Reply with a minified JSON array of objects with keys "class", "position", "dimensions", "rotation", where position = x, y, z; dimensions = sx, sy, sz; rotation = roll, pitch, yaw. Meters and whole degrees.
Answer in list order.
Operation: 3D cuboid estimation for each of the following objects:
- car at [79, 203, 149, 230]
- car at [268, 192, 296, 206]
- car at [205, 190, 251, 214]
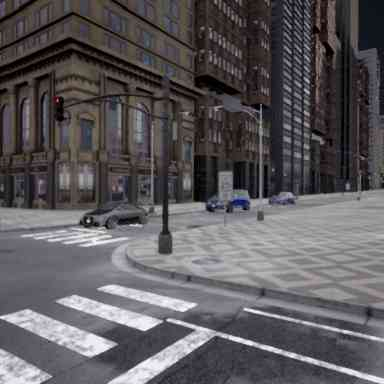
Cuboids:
[{"class":"car","position":[-4.428,1.340,19.356],"dimensions":[1.994,1.385,4.181],"rotation":[0,1,33]},{"class":"car","position":[11.244,0.765,41.509],"dimensions":[2.097,1.767,4.553],"rotation":[0,1,36]},{"class":"car","position":[3.414,0.818,30.567],"dimensions":[2.150,2.045,5.566],"rotation":[0,1,36]}]
